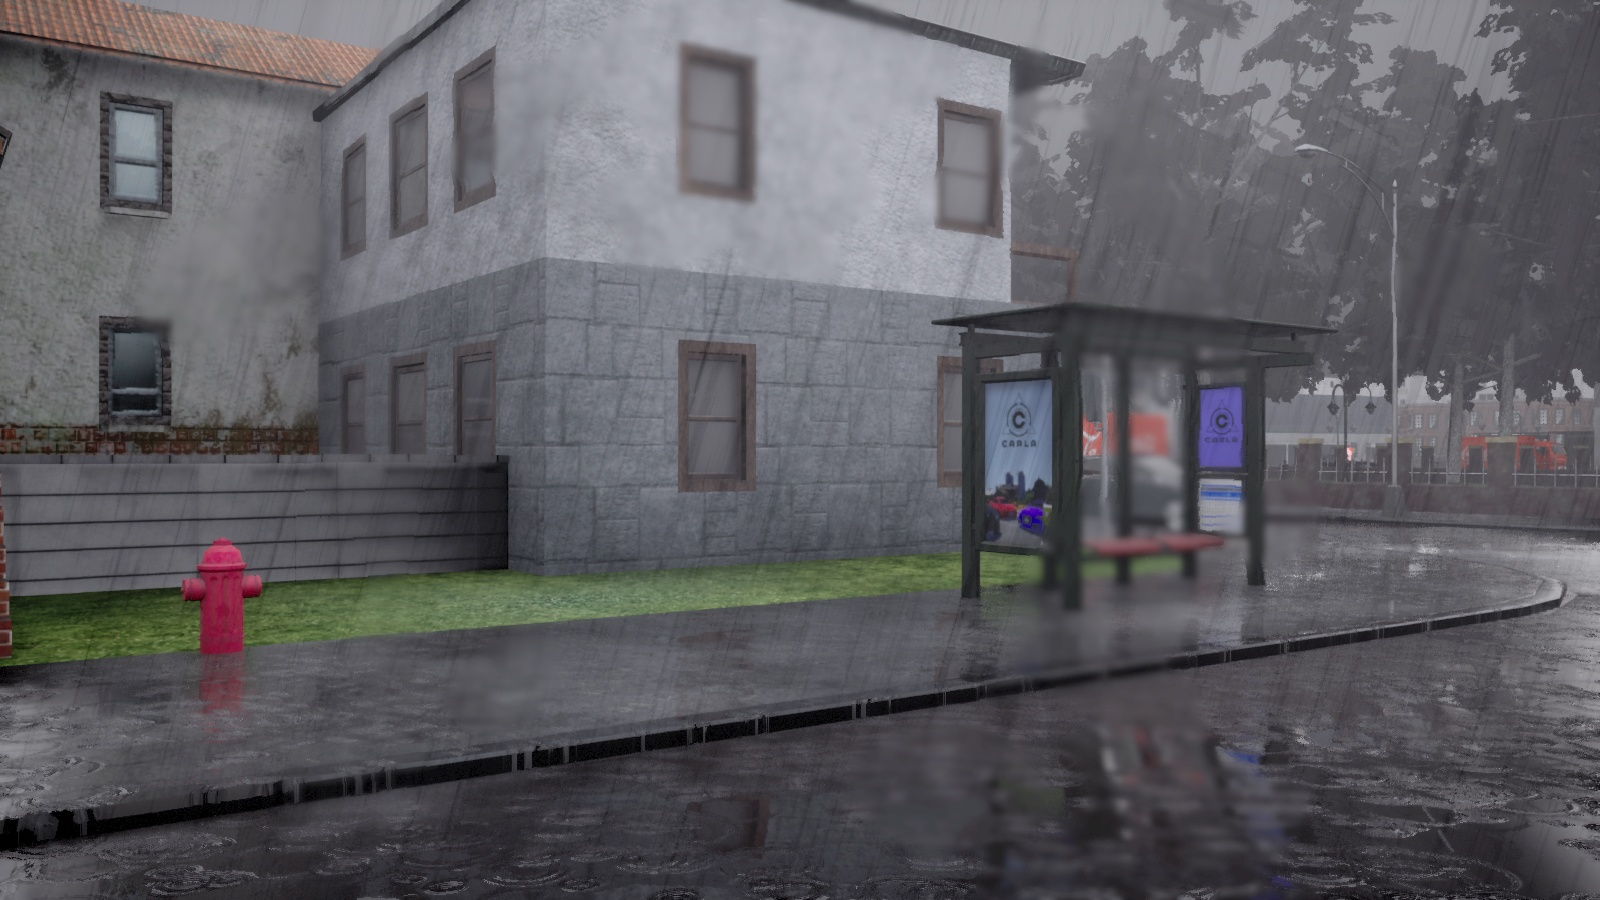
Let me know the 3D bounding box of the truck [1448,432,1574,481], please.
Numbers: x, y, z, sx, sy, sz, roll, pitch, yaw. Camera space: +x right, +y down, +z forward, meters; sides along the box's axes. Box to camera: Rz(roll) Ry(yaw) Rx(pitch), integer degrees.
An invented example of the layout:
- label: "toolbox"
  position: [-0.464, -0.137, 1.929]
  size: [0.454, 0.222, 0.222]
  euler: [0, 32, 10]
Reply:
- label: "truck"
  position: [37.658, 0.339, 66.608]
  size: [2.627, 2.467, 5.204]
  euler: [0, 0, -35]

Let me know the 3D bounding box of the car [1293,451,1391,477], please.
- label: "car"
  position: [32.083, 0.815, 74.473]
  size: [2.128, 1.511, 4.902]
  euler: [0, 0, -35]
